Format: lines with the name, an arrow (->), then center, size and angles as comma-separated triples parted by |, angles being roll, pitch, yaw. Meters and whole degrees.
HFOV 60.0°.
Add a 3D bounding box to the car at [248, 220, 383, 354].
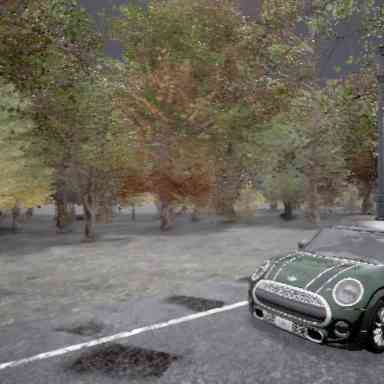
car -> 3.199, 1.374, 6.275 | 4.553, 1.767, 2.097 | 0, 0, -35
